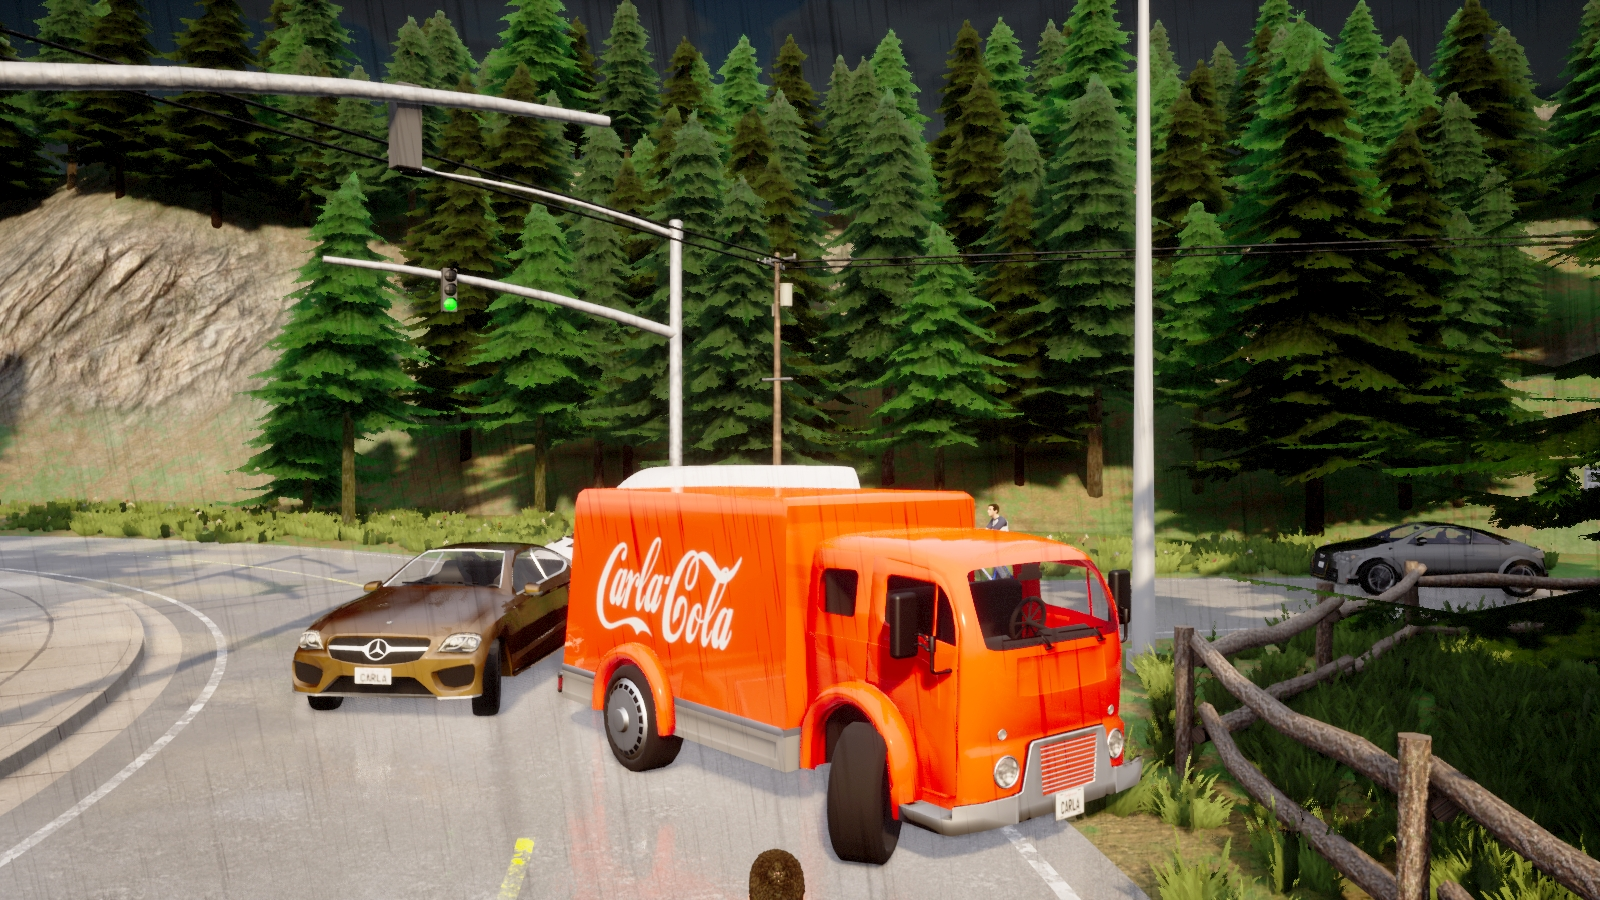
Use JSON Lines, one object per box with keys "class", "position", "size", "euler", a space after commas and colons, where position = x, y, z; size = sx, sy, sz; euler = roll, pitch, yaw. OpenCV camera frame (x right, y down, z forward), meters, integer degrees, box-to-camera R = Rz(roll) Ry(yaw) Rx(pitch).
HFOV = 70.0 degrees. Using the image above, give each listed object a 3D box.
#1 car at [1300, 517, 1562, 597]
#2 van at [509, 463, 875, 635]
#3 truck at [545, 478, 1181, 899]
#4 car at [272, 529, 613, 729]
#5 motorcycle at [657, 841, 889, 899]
{"class": "car", "position": [12.589, 2.119, 23.051], "size": [4.181, 1.385, 1.994], "euler": [0, 0, 6]}
{"class": "van", "position": [-1.776, 1.528, 19.549], "size": [5.915, 2.561, 1.988], "euler": [0, 0, -27]}
{"class": "truck", "position": [0.202, 1.542, 9.769], "size": [2.627, 2.467, 5.204], "euler": [0, 0, -39]}
{"class": "car", "position": [-4.038, 1.970, 14.038], "size": [2.152, 1.651, 5.027], "euler": [0, 0, 6]}
{"class": "motorcycle", "position": [-0.074, 2.159, 3.526], "size": [0.803, 1.199, 2.033], "euler": [0, 0, -2]}
